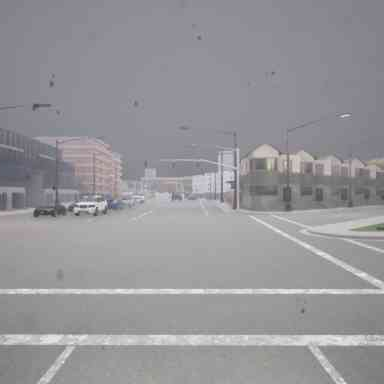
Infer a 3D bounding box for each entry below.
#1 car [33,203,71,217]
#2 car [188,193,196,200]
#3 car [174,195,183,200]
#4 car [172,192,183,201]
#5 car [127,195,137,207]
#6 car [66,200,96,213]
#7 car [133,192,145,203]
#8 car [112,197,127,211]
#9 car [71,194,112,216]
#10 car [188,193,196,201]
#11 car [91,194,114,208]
[{"bbox_3d":[-14.125,1.751,33.308,1.994,1.385,4.181,0,0,0],"label":"car"},{"bbox_3d":[-0.066,1.138,87.751,2.097,1.767,4.553,0,-2,0],"label":"car"},{"bbox_3d":[-3.566,1.477,87.771,2.128,1.511,4.902,0,-2,0],"label":"car"},{"bbox_3d":[-3.557,1.050,77.078,2.150,2.045,5.566,0,0,0],"label":"car"},{"bbox_3d":[-10.631,1.624,54.136,1.812,1.442,4.674,0,1,0],"label":"car"},{"bbox_3d":[-14.131,1.762,42.543,2.033,1.411,5.357,0,0,0],"label":"car"},{"bbox_3d":[-10.587,1.124,64.854,2.150,2.045,5.566,0,1,0],"label":"car"},{"bbox_3d":[-10.631,1.675,45.052,1.882,1.535,5.008,0,0,0],"label":"car"},{"bbox_3d":[-10.625,1.418,35.315,2.150,2.045,5.566,0,0,1],"label":"car"},{"bbox_3d":[-0.058,1.419,77.792,1.895,1.301,4.718,0,-1,0],"label":"car"},{"bbox_3d":[-14.131,1.341,52.724,2.150,2.045,5.566,0,1,0],"label":"car"}]
